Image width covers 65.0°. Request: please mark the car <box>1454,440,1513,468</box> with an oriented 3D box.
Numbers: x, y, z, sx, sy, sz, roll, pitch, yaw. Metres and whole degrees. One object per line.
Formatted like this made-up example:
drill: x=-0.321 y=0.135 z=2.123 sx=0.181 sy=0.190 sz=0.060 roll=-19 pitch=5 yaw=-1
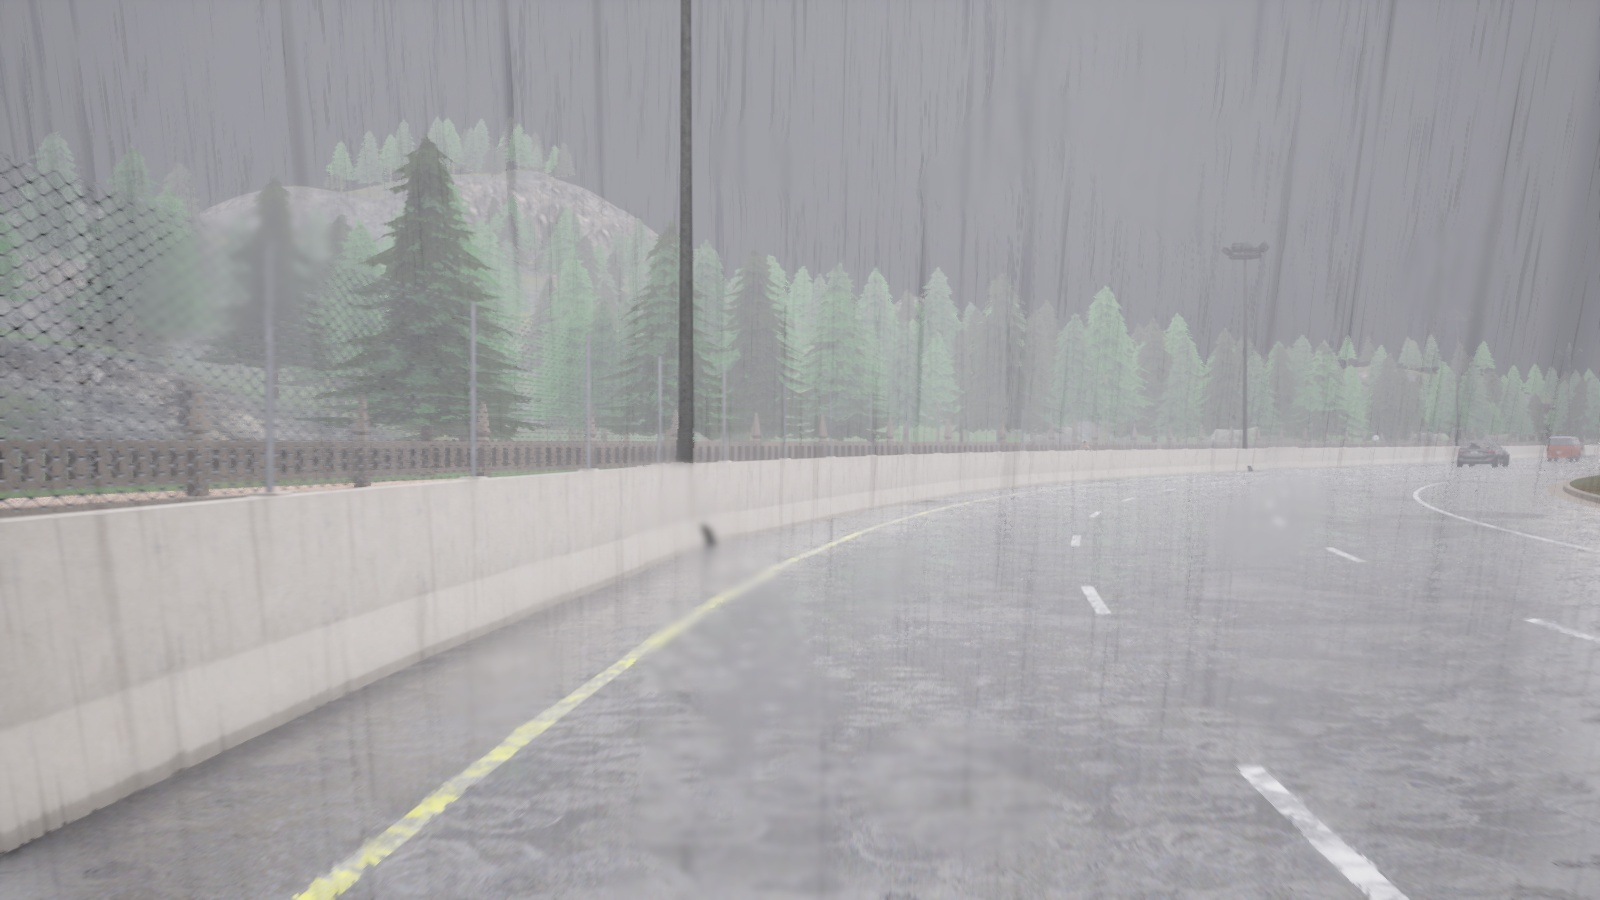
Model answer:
car: x=41.657 y=0.213 z=76.523 sx=2.242 sy=1.667 sz=4.611 roll=0 pitch=0 yaw=40
